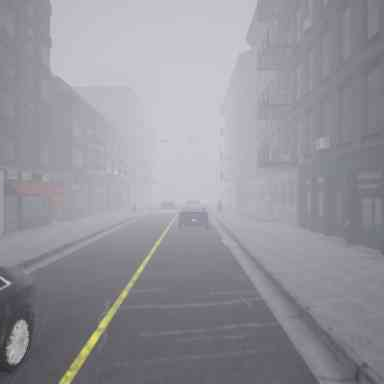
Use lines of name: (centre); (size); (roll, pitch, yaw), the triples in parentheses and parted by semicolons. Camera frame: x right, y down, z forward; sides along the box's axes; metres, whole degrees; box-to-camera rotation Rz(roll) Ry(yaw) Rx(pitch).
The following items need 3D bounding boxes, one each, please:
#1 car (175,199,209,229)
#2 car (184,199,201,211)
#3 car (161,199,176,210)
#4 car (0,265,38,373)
car: (0.100, 1.488, 21.970); (1.882, 1.535, 5.008); (0, 0, 0)
car: (0.098, 1.578, 41.080); (1.994, 1.385, 4.181); (0, 0, 0)
car: (-3.088, 1.615, 44.475); (1.895, 1.301, 4.718); (0, 0, 0)
car: (-3.101, 1.507, 2.833); (1.837, 1.490, 4.892); (0, 0, 0)
